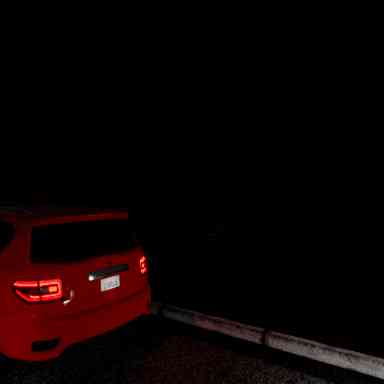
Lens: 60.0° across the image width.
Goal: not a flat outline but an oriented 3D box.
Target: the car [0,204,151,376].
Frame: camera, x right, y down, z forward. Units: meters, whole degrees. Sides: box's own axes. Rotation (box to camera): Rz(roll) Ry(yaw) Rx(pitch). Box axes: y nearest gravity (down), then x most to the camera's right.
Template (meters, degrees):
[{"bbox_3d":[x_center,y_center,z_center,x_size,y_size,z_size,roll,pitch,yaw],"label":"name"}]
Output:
[{"bbox_3d":[-3.215,1.229,5.670,5.566,2.045,2.150,0,0,35],"label":"car"}]
